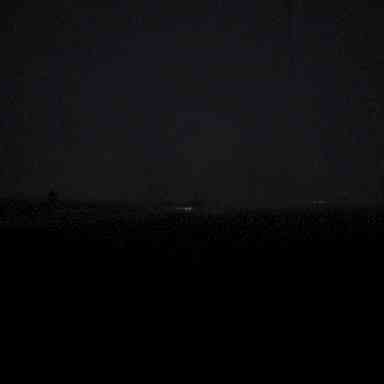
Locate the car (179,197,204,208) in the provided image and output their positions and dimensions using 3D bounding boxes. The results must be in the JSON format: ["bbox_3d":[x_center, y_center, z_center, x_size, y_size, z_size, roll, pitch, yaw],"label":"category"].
[{"bbox_3d":[-0.027,1.581,51.185,1.882,1.535,5.008,2,1,36],"label":"car"}]
